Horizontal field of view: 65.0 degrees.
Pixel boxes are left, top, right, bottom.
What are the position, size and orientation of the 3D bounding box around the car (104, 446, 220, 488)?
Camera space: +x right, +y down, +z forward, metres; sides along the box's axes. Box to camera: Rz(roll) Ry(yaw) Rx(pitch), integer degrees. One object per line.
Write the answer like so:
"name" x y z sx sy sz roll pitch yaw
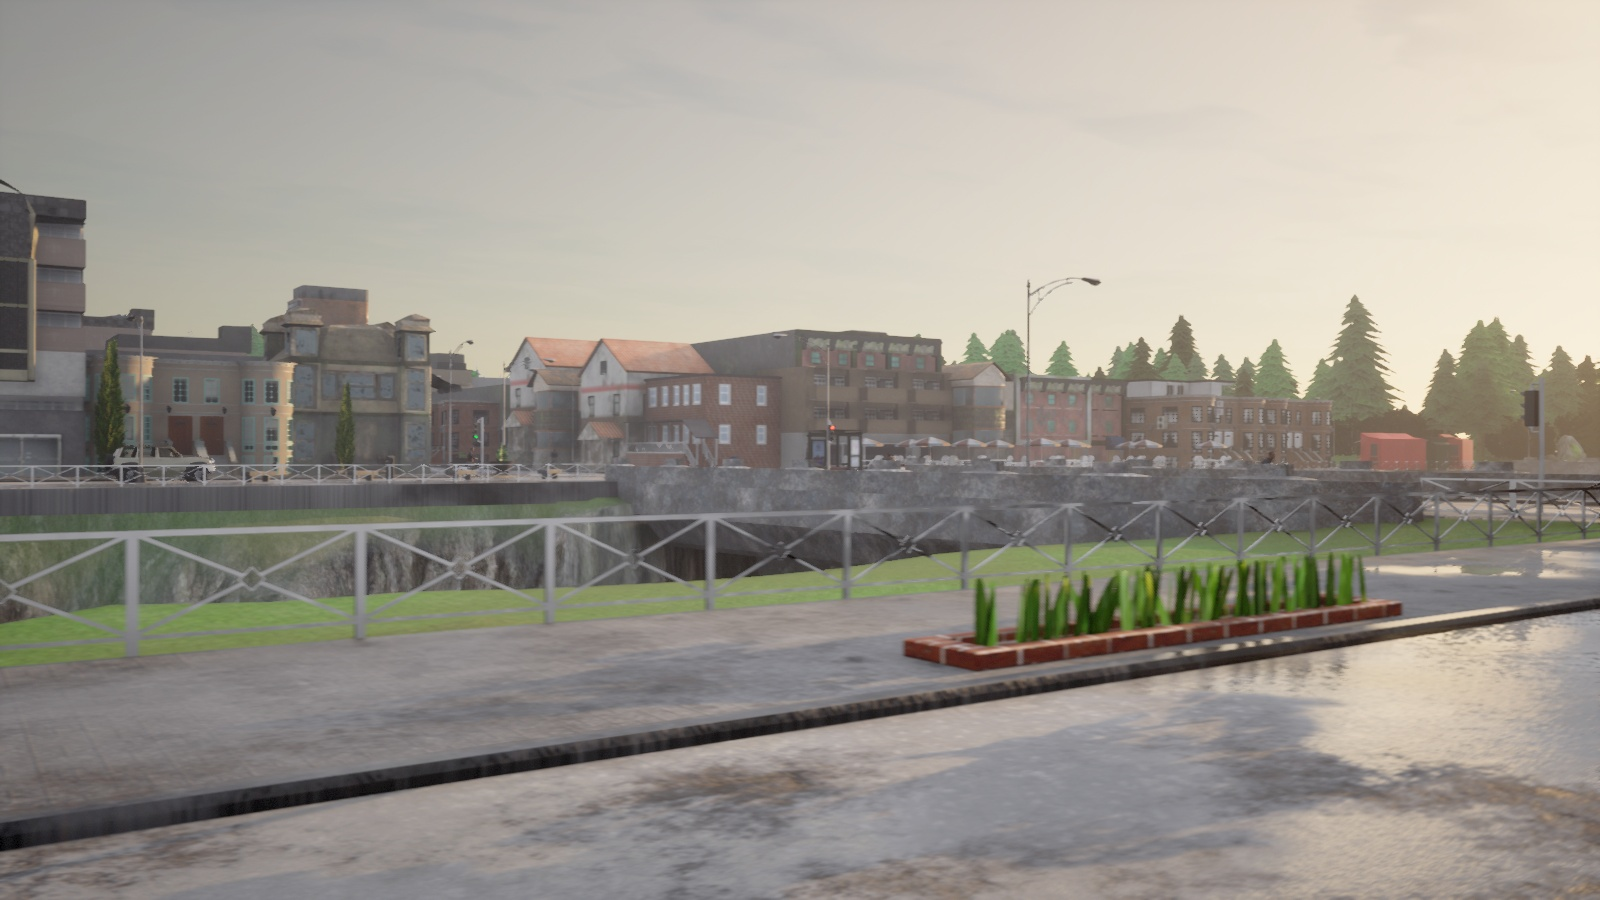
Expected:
"car" -29.809 0.768 58.719 4.605 1.855 1.932 0 0 -35
